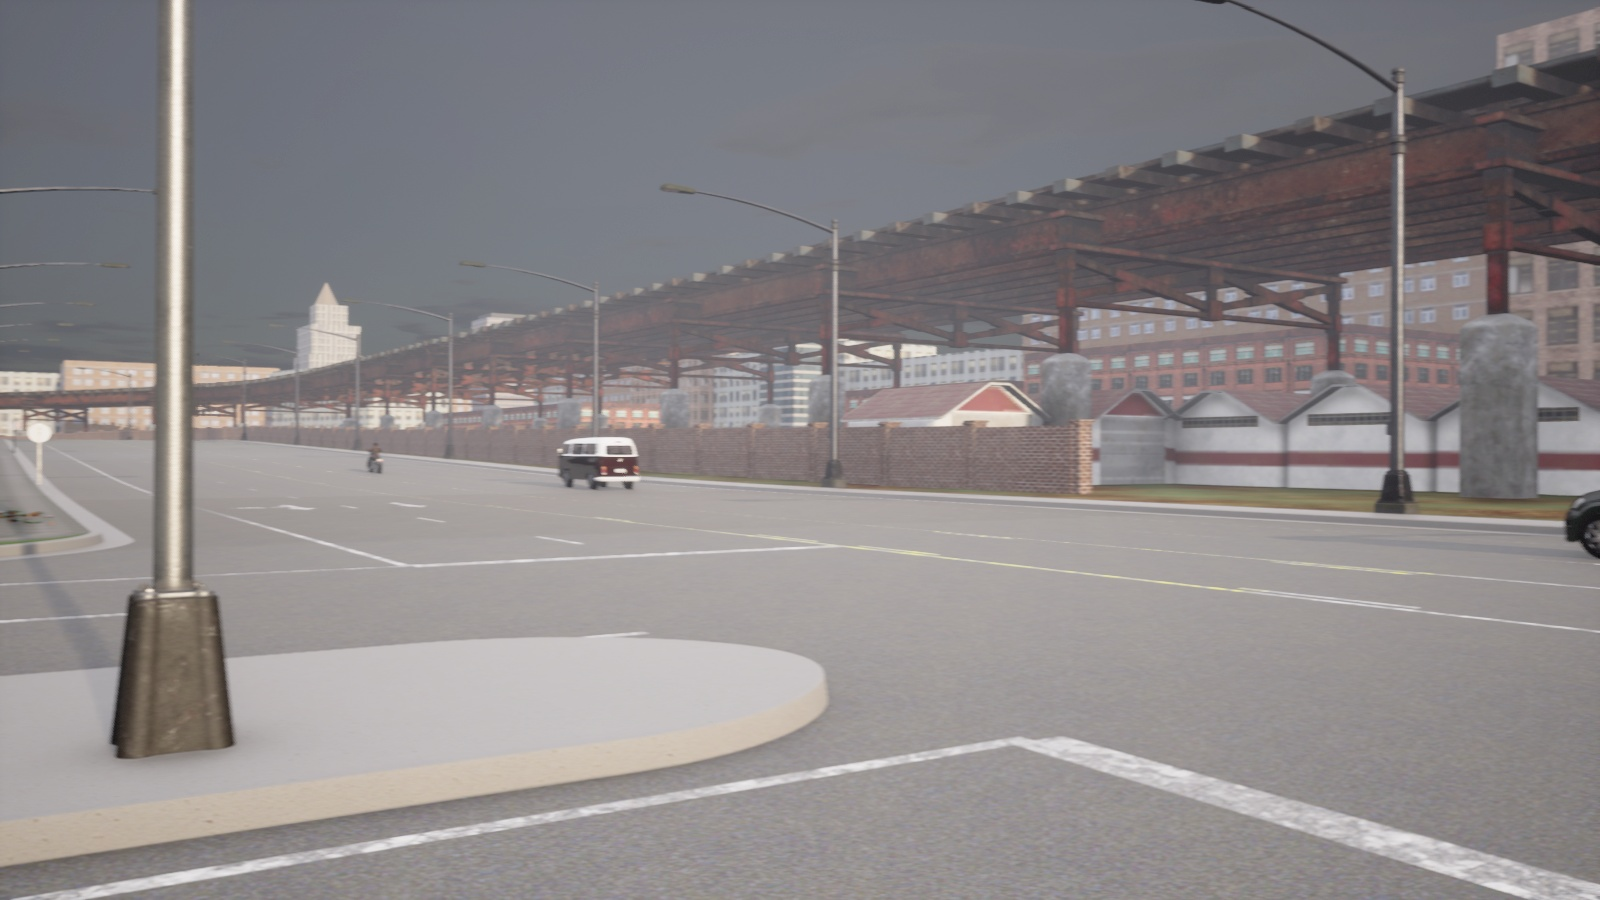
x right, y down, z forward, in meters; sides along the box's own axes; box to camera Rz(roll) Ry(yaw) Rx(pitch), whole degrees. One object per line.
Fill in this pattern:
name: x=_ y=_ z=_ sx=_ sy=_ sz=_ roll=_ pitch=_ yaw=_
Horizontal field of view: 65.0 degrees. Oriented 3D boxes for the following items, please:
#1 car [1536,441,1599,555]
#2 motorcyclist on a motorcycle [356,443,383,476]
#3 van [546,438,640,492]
car: x=12.789 y=0.681 z=17.468 sx=1.851 sy=1.617 sz=3.988 roll=0 pitch=0 yaw=-33
motorcyclist on a motorcycle: x=-22.341 y=0.492 z=65.094 sx=0.766 sy=1.649 sz=2.350 roll=0 pitch=1 yaw=-33
van: x=-8.262 y=0.545 z=49.855 sx=2.069 sy=2.038 sz=4.480 roll=0 pitch=0 yaw=-33
